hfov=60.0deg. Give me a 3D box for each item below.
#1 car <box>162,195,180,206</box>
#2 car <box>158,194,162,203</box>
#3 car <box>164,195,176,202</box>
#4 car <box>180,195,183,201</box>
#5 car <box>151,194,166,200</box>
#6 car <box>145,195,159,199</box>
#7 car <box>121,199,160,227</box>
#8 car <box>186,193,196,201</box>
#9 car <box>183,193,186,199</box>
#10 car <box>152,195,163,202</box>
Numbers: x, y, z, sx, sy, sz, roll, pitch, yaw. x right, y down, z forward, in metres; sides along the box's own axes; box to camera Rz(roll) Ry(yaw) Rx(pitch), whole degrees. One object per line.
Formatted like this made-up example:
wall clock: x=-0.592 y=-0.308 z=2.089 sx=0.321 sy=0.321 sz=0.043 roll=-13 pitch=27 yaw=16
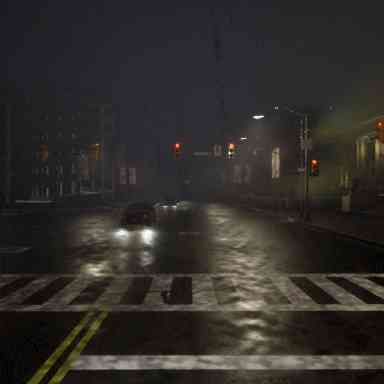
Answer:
car: x=-3.541 y=1.505 z=56.120 sx=1.837 sy=1.490 sz=4.892 roll=0 pitch=0 yaw=0
car: x=-7.025 y=1.547 z=66.123 sx=2.033 sy=1.411 sz=5.357 roll=0 pitch=0 yaw=1
car: x=-5.368 y=1.478 z=79.918 sx=1.882 sy=1.535 sz=5.008 roll=0 pitch=0 yaw=-18
car: x=-3.510 y=1.506 z=68.613 sx=1.837 sy=1.490 sz=4.892 roll=0 pitch=0 yaw=1
car: x=-9.515 y=1.449 z=94.482 sx=1.837 sy=1.490 sz=4.892 roll=0 pitch=0 yaw=-43
car: x=-7.039 y=1.526 z=55.695 sx=1.812 sy=1.442 sz=4.674 roll=0 pitch=0 yaw=0
car: x=-3.574 y=1.477 z=22.897 sx=1.882 sy=1.535 sz=5.008 roll=0 pitch=0 yaw=0
car: x=-1.092 y=1.224 z=87.867 sx=2.150 sy=2.045 sz=5.566 roll=0 pitch=0 yaw=-29
car: x=-4.129 y=1.552 z=86.139 sx=1.994 sy=1.385 sz=4.181 roll=0 pitch=0 yaw=-29
car: x=-7.982 y=1.500 z=76.403 sx=1.837 sy=1.490 sz=4.892 roll=0 pitch=0 yaw=-14
